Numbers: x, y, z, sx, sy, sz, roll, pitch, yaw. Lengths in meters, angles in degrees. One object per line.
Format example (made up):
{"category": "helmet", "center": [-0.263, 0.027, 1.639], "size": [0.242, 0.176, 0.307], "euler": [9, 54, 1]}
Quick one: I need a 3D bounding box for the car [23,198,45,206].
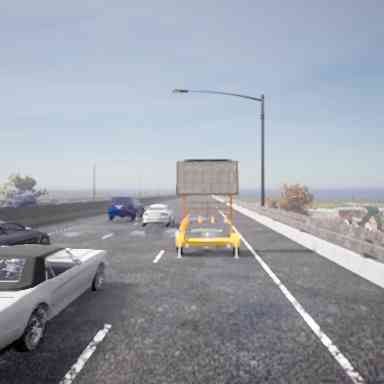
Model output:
{"category": "car", "center": [-19.295, 1.834, 42.895], "size": [1.895, 1.301, 4.718], "euler": [0, 0, 2]}

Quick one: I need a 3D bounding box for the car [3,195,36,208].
{"category": "car", "center": [-22.732, 1.468, 44.434], "size": [2.150, 2.045, 5.566], "euler": [0, 0, 2]}

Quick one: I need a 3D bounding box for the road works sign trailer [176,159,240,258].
{"category": "road works sign trailer", "center": [0.608, 0.524, 13.016], "size": [2.380, 3.560, 2.880], "euler": [0, 0, 2]}

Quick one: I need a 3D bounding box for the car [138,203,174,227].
{"category": "car", "center": [-2.347, 1.641, 23.986], "size": [1.812, 1.442, 4.674], "euler": [0, 0, 2]}

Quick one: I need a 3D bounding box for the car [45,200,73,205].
{"category": "car", "center": [-15.867, 1.744, 41.050], "size": [1.812, 1.442, 4.674], "euler": [0, 0, 2]}

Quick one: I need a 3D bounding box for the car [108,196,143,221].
{"category": "car", "center": [-5.649, 1.366, 29.000], "size": [2.150, 2.045, 5.566], "euler": [0, 0, 2]}

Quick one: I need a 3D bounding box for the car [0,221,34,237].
{"category": "car", "center": [-6.381, 1.628, 10.888], "size": [1.994, 1.385, 4.181], "euler": [0, 0, 2]}

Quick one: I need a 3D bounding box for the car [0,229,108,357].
{"category": "car", "center": [-3.069, 1.637, 6.156], "size": [1.895, 1.301, 4.718], "euler": [0, 0, 2]}
